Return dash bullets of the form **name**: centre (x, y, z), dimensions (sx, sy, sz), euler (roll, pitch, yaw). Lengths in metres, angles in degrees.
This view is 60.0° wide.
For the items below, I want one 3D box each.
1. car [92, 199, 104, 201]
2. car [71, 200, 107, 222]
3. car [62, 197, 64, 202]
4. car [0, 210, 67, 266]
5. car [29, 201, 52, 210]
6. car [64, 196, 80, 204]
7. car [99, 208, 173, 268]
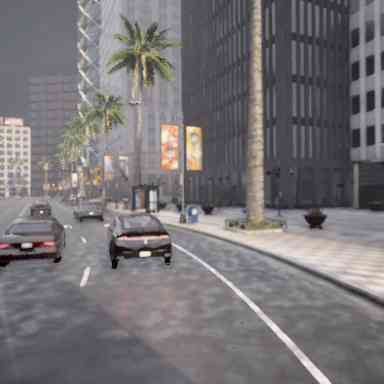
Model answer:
- **car**: centre (-11.941, 1.591, 41.869), dimensions (2.231, 1.521, 4.892), euler (0, 0, -25)
- **car**: centre (-8.661, 1.643, 27.712), dimensions (1.994, 1.385, 4.181), euler (0, 0, -25)
- **car**: centre (-33.395, 1.813, 88.473), dimensions (2.161, 1.482, 4.786), euler (0, 0, -25)
- **car**: centre (-5.598, 1.597, 11.967), dimensions (2.033, 1.411, 5.357), euler (0, 0, -19)
- **car**: centre (-15.142, 1.639, 33.389), dimensions (1.837, 1.490, 4.892), euler (0, 0, -25)
- **car**: centre (-24.381, 1.575, 68.480), dimensions (2.185, 1.767, 4.553), euler (0, 0, -25)
- **car**: centre (-1.979, 1.511, 11.545), dimensions (2.128, 1.511, 4.902), euler (0, 0, -16)
